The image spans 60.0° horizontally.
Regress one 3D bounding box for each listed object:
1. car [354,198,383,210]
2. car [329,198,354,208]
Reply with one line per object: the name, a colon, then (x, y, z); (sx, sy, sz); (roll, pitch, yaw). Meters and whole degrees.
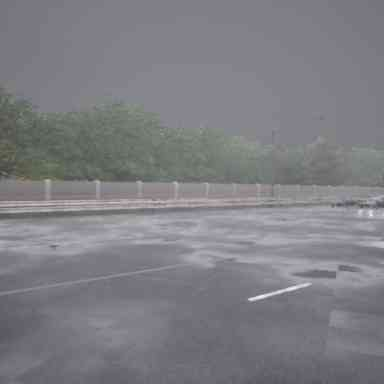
car: (23.490, 1.475, 42.824); (5.357, 1.411, 2.033); (0, 0, -37)
car: (20.634, 1.456, 45.064); (4.718, 1.301, 1.895); (-2, 2, -37)
